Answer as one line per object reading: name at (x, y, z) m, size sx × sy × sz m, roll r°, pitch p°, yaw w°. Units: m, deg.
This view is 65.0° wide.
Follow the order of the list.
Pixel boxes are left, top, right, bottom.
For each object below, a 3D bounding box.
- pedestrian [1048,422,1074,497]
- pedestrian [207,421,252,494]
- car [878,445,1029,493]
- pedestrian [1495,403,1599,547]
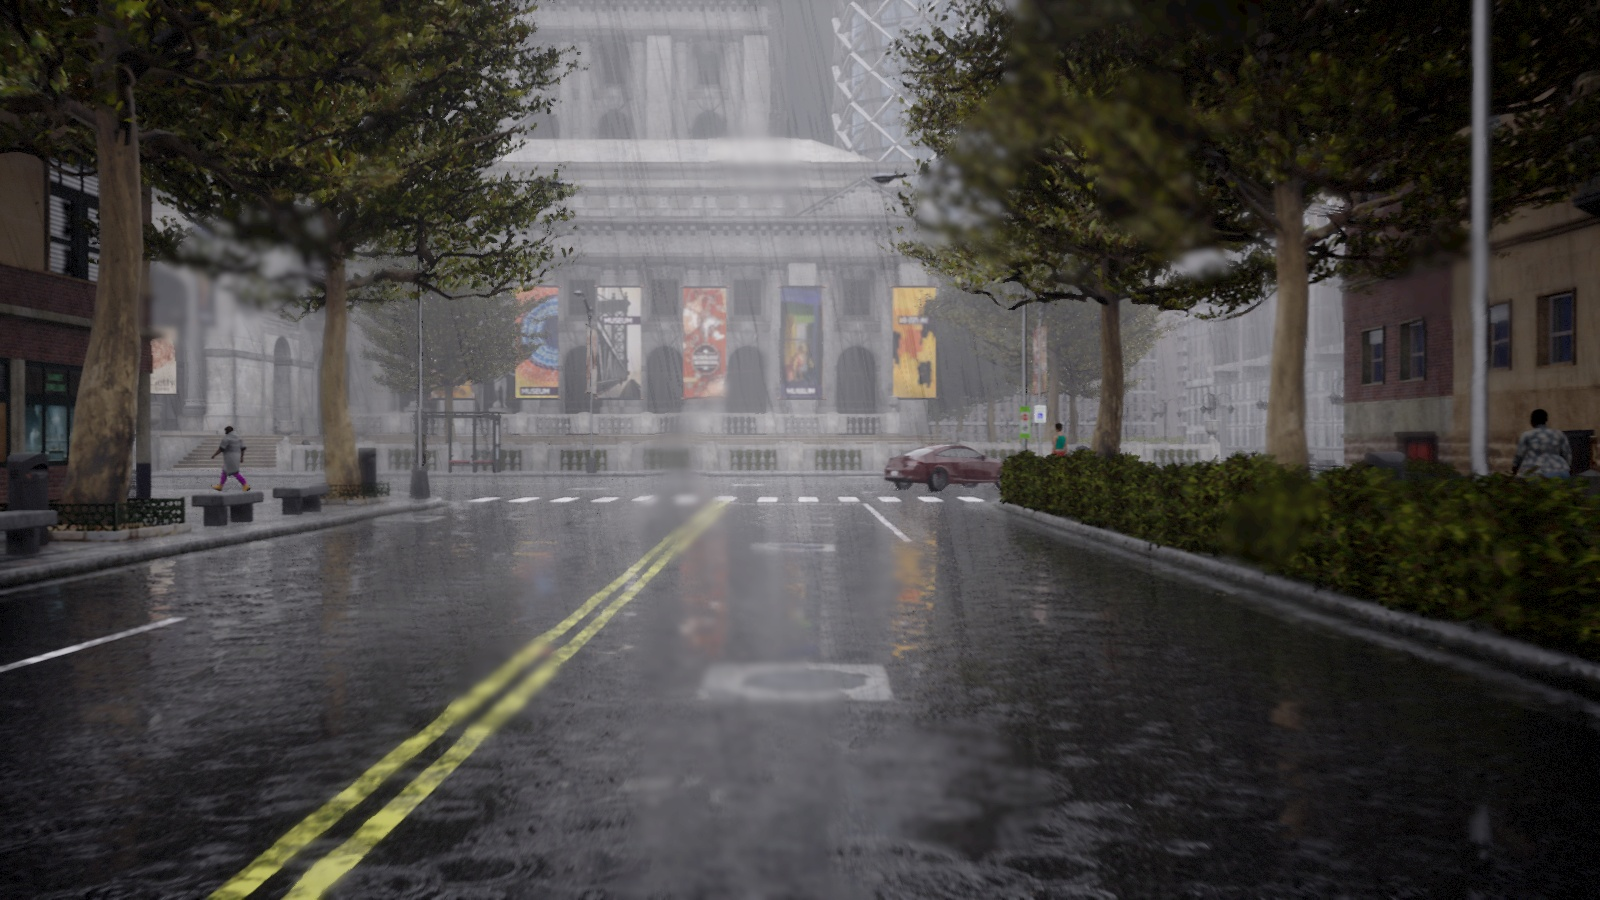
pedestrian at (6.462, 0.232, 31.128) m, size 0.345 × 1.836 × 0.594 m, roll 0°, pitch 0°, yaw -27°
pedestrian at (-15.322, 0.202, 33.744) m, size 0.873 × 1.952 × 0.659 m, roll 0°, pitch 0°, yaw 6°
car at (4.877, 0.552, 39.635) m, size 4.674 × 1.442 × 1.812 m, roll 0°, pitch 0°, yaw -34°
pedestrian at (9.901, 0.316, 16.640) m, size 0.874 × 1.855 × 0.900 m, roll 0°, pitch 0°, yaw 0°
